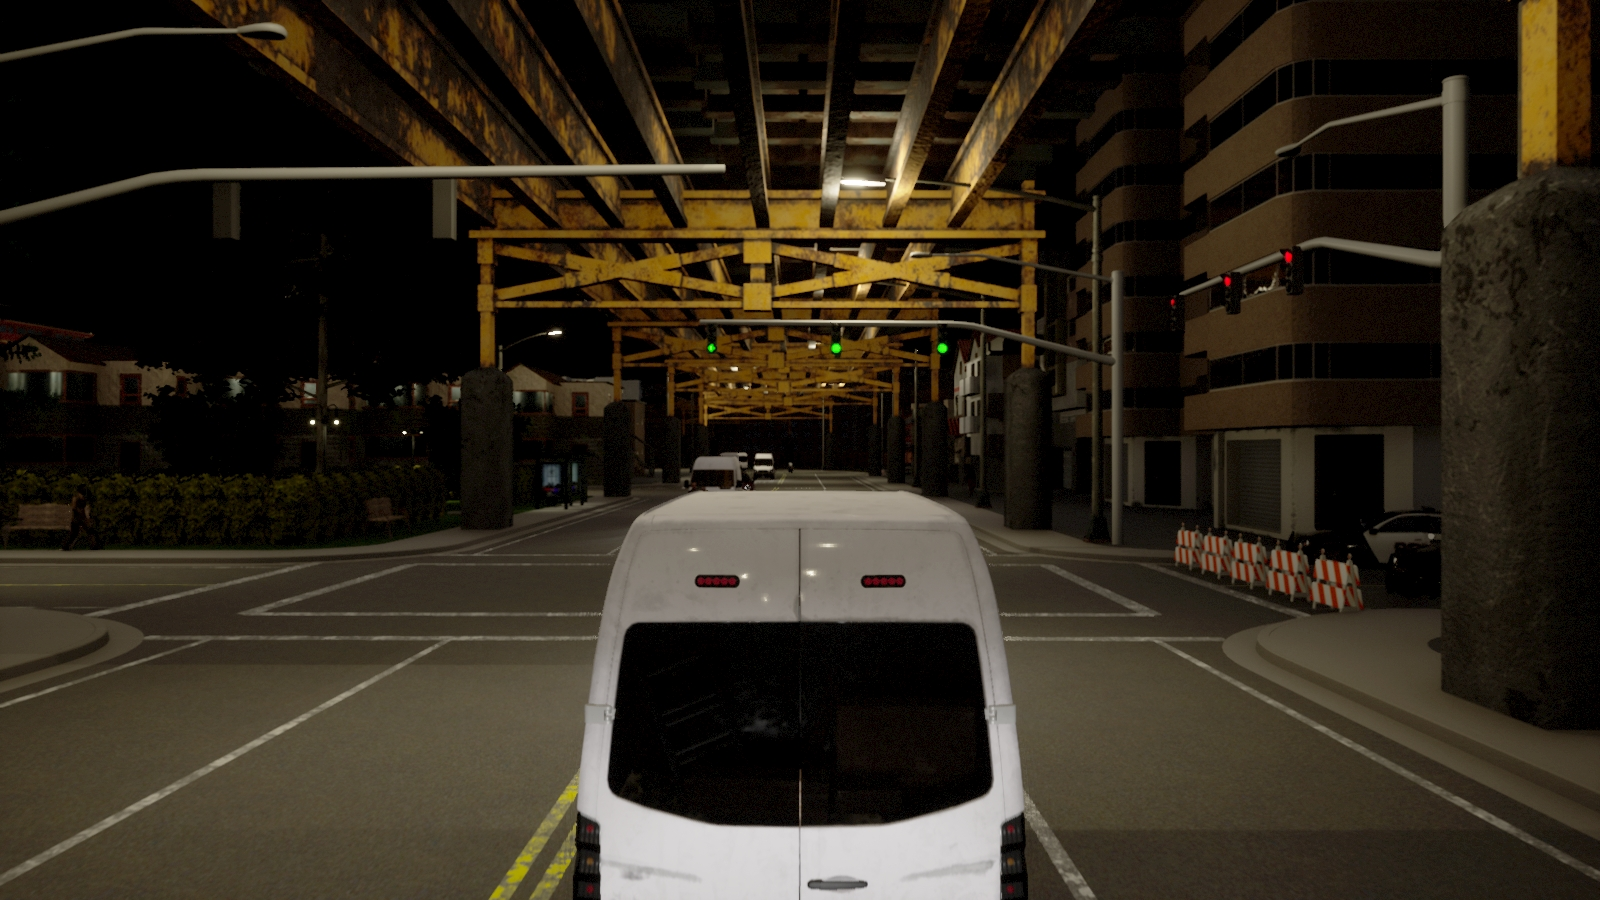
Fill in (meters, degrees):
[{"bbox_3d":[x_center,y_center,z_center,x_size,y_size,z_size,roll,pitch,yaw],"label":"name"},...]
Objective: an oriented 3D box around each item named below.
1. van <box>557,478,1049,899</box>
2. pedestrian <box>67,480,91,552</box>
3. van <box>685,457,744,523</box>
[{"bbox_3d":[0.013,1.542,7.583,1.988,2.561,5.915,0,0,0],"label":"van"},{"bbox_3d":[-18.901,1.718,29.953,0.375,1.860,0.375,0,0,2],"label":"pedestrian"},{"bbox_3d":[-3.475,1.572,47.318,1.988,2.561,5.915,0,0,0],"label":"van"}]
